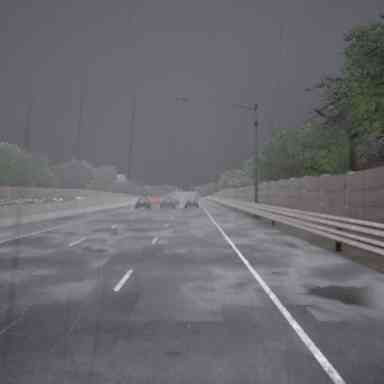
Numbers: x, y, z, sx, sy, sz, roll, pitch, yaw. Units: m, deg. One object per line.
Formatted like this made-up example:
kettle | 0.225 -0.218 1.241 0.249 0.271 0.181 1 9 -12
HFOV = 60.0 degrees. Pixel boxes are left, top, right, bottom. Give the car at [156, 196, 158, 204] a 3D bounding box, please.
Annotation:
car | -6.977 1.624 64.806 2.097 1.767 4.553 0 0 1

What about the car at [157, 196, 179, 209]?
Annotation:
car | -3.511 1.548 49.499 2.097 1.767 4.553 0 0 0

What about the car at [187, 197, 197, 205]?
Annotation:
car | 0.019 1.749 65.148 1.882 1.535 5.008 0 0 1

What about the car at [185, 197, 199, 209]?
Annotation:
car | -0.011 1.548 49.533 2.097 1.767 4.553 0 0 0

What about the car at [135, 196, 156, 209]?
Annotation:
car | -7.011 1.544 48.719 2.097 1.767 4.553 0 0 0
